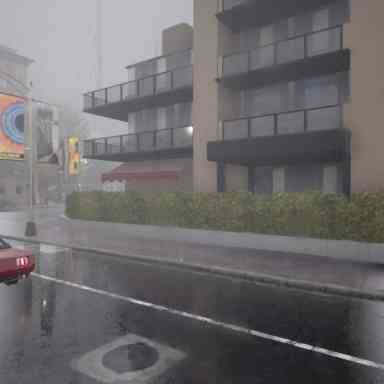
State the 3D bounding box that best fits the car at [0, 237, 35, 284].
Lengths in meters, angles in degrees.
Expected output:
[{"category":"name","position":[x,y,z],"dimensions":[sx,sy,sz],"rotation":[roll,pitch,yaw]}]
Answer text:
[{"category":"car","position":[-6.009,1.601,8.266],"dimensions":[4.718,1.301,1.895],"rotation":[0,0,35]}]
